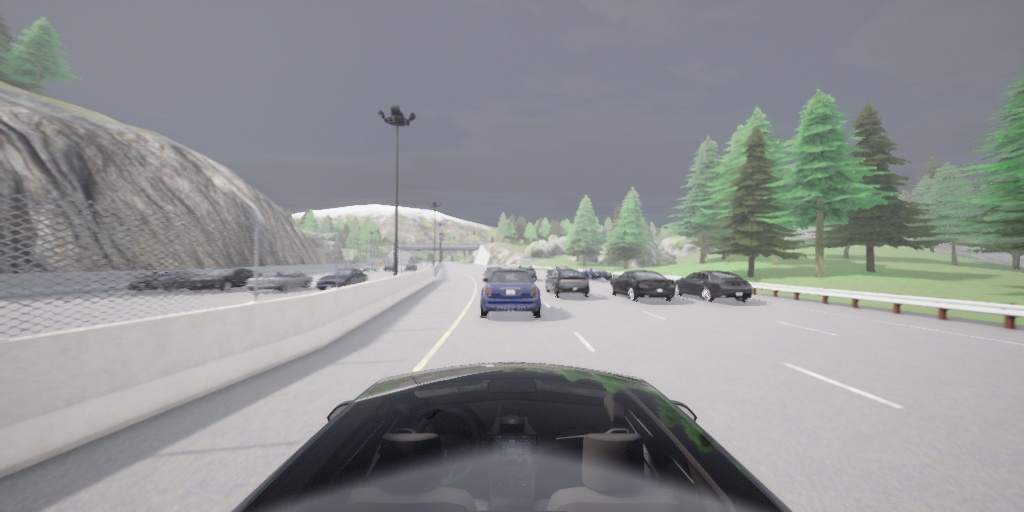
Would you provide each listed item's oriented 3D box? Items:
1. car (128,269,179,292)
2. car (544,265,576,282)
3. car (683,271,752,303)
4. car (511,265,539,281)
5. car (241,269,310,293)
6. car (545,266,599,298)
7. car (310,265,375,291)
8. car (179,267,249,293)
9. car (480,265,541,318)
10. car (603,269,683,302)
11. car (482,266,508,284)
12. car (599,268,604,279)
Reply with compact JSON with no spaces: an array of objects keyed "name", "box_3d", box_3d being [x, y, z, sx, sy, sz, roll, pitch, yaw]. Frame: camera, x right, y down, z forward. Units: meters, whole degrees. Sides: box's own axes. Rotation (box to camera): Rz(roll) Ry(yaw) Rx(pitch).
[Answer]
[{"name":"car","box_3d":[-21.851,1.530,23.027,1.994,1.385,4.181,0,-1,-5]},{"name":"car","box_3d":[4.859,1.737,37.160,2.128,1.511,4.902,0,-1,-8]},{"name":"car","box_3d":[10.207,1.517,18.716,1.837,1.490,4.892,0,-1,-3]},{"name":"car","box_3d":[1.279,1.730,37.506,2.128,1.511,4.902,0,-1,-8]},{"name":"car","box_3d":[-14.816,1.592,23.179,1.895,1.301,4.718,0,-1,-5]},{"name":"car","box_3d":[3.087,1.508,20.704,2.128,1.511,4.902,0,-1,-3]},{"name":"car","box_3d":[-11.428,1.570,24.667,2.033,1.411,5.357,0,-1,-5]},{"name":"car","box_3d":[-18.352,1.459,23.263,1.882,1.535,5.008,0,-1,-5]},{"name":"car","box_3d":[-0.097,1.267,14.069,2.097,1.767,4.553,0,-1,-2]},{"name":"car","box_3d":[6.690,1.483,19.001,1.882,1.535,5.008,0,-1,-3]},{"name":"car","box_3d":[-1.706,1.725,33.814,2.033,1.411,5.357,0,-1,-8]},{"name":"car","box_3d":[8.449,1.853,36.891,1.895,1.301,4.718,0,-1,-8]}]
